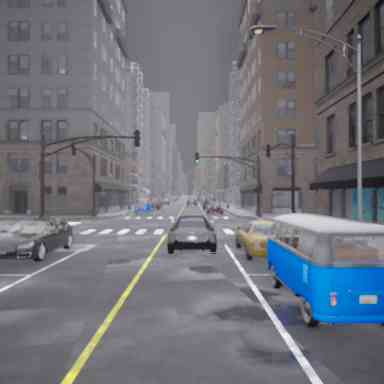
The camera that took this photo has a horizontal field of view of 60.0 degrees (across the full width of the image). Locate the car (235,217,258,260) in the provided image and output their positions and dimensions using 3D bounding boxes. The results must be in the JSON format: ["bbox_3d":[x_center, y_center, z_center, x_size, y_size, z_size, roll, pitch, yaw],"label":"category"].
[{"bbox_3d":[2.667,1.642,12.719,1.752,1.417,4.829,0,-1,0],"label":"car"}]

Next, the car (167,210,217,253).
[{"bbox_3d":[0.018,1.695,14.308,1.994,1.385,4.181,0,0,0],"label":"car"}]

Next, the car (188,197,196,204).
[{"bbox_3d":[-0.004,2.033,80.743,1.812,1.442,4.674,0,0,0],"label":"car"}]

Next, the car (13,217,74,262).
[{"bbox_3d":[-5.858,1.666,12.530,2.008,1.369,4.403,0,-1,0],"label":"car"}]

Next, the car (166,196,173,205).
[{"bbox_3d":[-5.860,2.168,73.242,1.887,1.381,4.507,0,0,0],"label":"car"}]

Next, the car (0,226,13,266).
[{"bbox_3d":[-5.858,1.588,6.694,1.752,1.417,4.829,0,-1,0],"label":"car"}]

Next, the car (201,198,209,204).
[{"bbox_3d":[3.141,2.193,82.566,1.837,1.490,4.892,0,0,0],"label":"car"}]

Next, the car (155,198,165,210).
[{"bbox_3d":[-5.860,1.767,50.900,2.192,1.841,5.009,0,0,0],"label":"car"}]

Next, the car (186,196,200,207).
[{"bbox_3d":[-0.002,1.915,65.116,2.097,1.767,4.553,0,-1,0],"label":"car"}]

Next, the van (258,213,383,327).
[{"bbox_3d":[2.668,1.405,6.882,1.690,1.788,3.998,0,-1,0],"label":"van"}]

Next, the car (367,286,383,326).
[{"bbox_3d":[2.668,1.594,1.209,1.802,1.307,4.206,0,-1,0],"label":"car"}]

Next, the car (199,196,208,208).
[{"bbox_3d":[2.666,1.768,50.915,2.192,1.841,5.009,0,0,0],"label":"car"}]

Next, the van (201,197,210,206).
[{"bbox_3d":[2.666,1.924,67.670,1.690,1.788,3.998,0,0,0],"label":"van"}]

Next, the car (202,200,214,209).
[{"bbox_3d":[2.666,2.064,56.497,1.947,1.339,4.313,0,0,0],"label":"car"}]

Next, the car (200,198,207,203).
[{"bbox_3d":[3.144,2.263,89.565,1.812,1.442,4.674,0,0,0],"label":"car"}]

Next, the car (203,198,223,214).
[{"bbox_3d":[2.666,1.797,39.744,1.967,1.590,4.097,0,0,0],"label":"car"}]

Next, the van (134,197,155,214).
[{"bbox_3d":[-5.859,1.698,39.727,1.690,1.788,3.998,0,-1,0],"label":"van"}]
